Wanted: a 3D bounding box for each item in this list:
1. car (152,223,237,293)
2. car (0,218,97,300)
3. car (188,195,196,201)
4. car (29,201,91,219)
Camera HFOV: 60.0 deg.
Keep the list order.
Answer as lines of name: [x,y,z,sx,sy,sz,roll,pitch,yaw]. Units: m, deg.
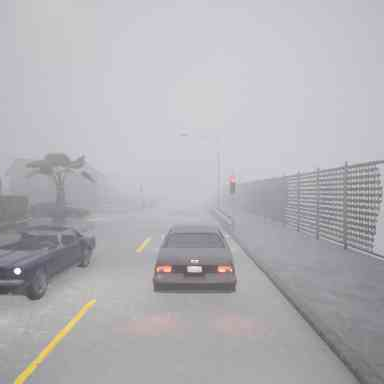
car: [0.072,1.547,8.972,2.033,1.411,5.357,0,0,1]
car: [-4.040,1.601,8.531,1.895,1.301,4.718,0,0,1]
car: [0.088,1.552,86.622,1.994,1.385,4.181,0,0,0]
car: [-10.961,1.506,27.759,4.892,1.490,1.837,0,-1,4]
